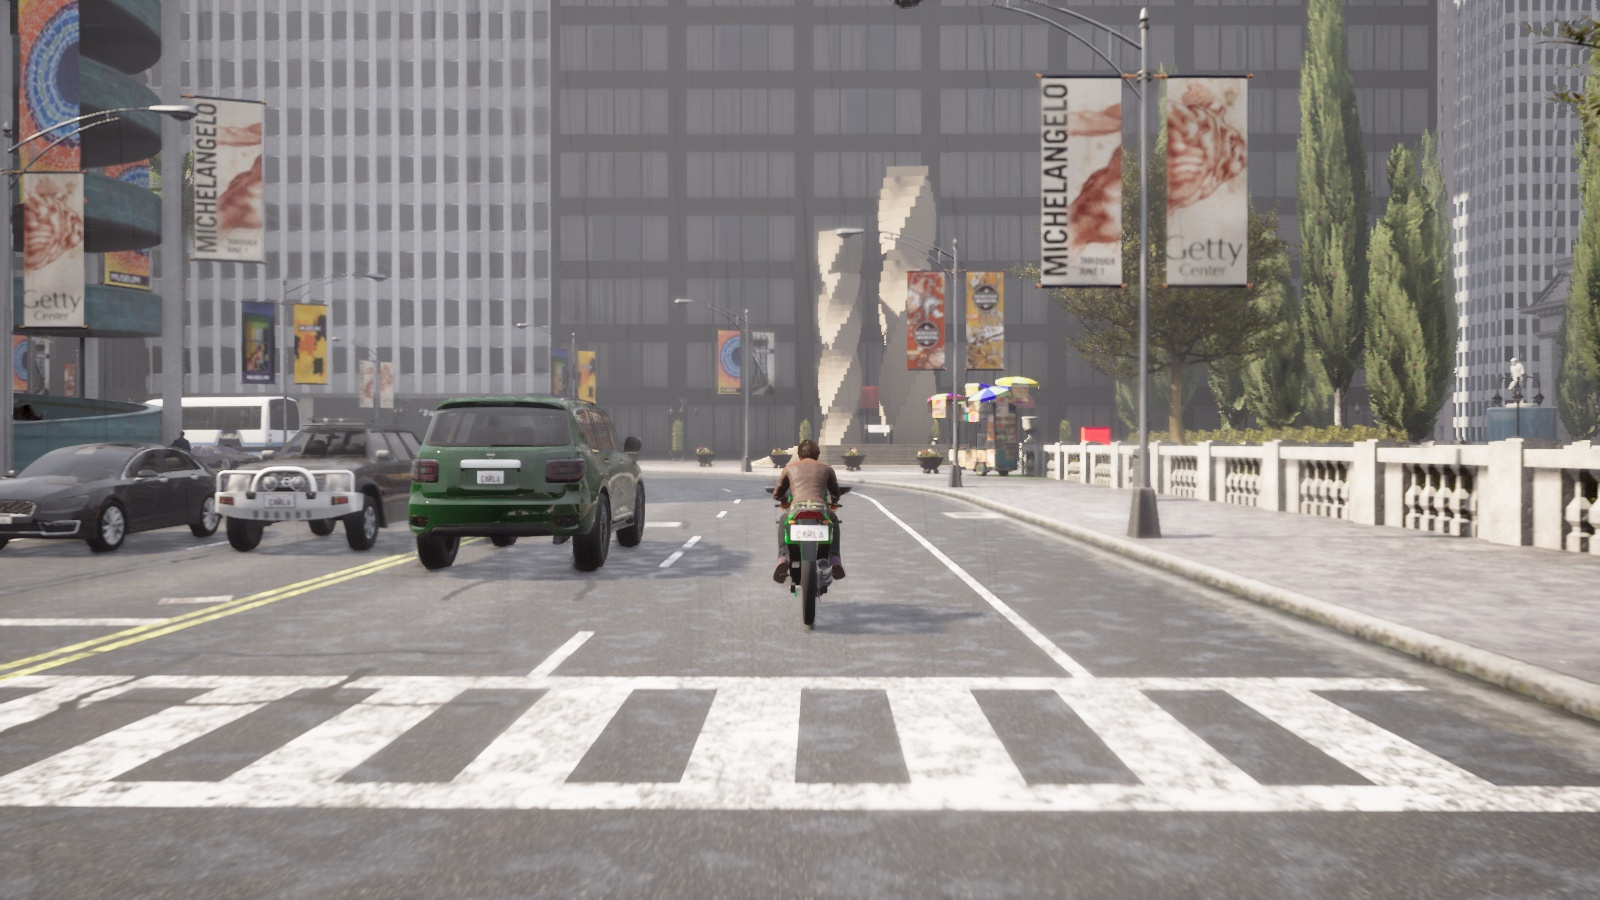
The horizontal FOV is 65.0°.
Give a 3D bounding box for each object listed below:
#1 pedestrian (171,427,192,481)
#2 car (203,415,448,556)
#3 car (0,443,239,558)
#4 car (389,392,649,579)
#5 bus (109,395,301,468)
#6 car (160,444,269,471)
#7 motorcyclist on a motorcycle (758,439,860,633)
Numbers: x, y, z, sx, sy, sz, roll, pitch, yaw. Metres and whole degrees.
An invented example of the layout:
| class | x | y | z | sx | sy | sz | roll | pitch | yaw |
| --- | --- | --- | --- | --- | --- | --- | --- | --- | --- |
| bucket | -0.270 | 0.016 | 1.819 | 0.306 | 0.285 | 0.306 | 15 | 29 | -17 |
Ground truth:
| class | x | y | z | sx | sy | sz | roll | pitch | yaw |
| --- | --- | --- | --- | --- | --- | --- | --- | --- | --- |
| pedestrian | -21.366 | 0.143 | 43.365 | 0.402 | 1.842 | 0.726 | 0 | 0 | -4 |
| car | -6.890 | 0.453 | 18.813 | 1.932 | 1.855 | 4.605 | 0 | 0 | 0 |
| car | -10.390 | 0.638 | 18.746 | 1.837 | 1.490 | 4.892 | 0 | 0 | 0 |
| car | -3.396 | 0.371 | 16.482 | 2.150 | 2.045 | 5.566 | 0 | 0 | 0 |
| bus | -35.762 | -1.081 | 75.548 | 10.273 | 4.253 | 3.944 | 0 | 0 | 14 |
| car | -31.209 | 0.395 | 66.956 | 5.357 | 1.411 | 2.033 | 0 | 0 | 19 |
| motorcyclist on a motorcycle | 0.074 | 0.668 | 10.859 | 0.797 | 1.523 | 2.044 | 0 | 0 | 0 |
